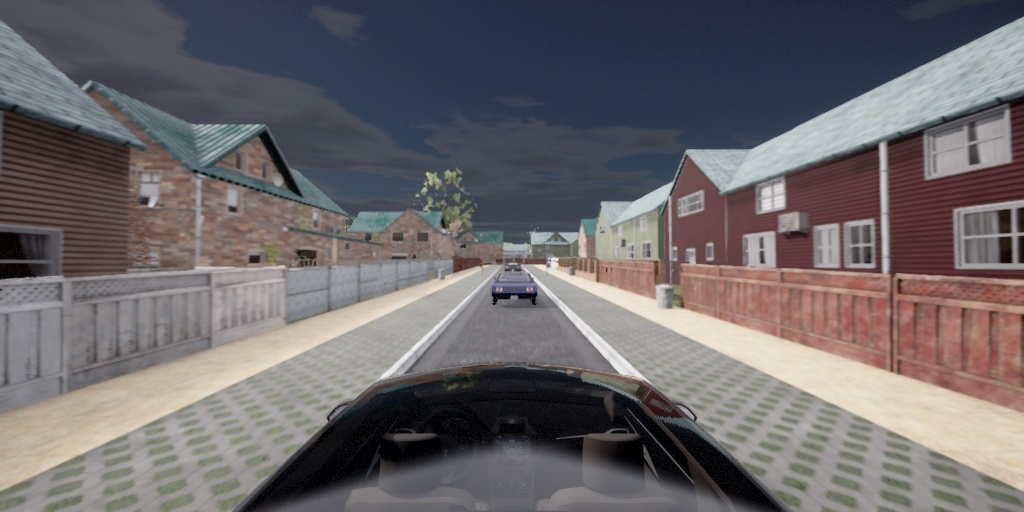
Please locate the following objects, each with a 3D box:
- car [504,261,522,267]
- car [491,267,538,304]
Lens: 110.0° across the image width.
[{"bbox_3d":[0.090,1.277,39.031,1.812,1.442,4.674,0,0,0],"label":"car"},{"bbox_3d":[0.097,1.354,16.306,1.895,1.301,4.718,0,0,0],"label":"car"}]
